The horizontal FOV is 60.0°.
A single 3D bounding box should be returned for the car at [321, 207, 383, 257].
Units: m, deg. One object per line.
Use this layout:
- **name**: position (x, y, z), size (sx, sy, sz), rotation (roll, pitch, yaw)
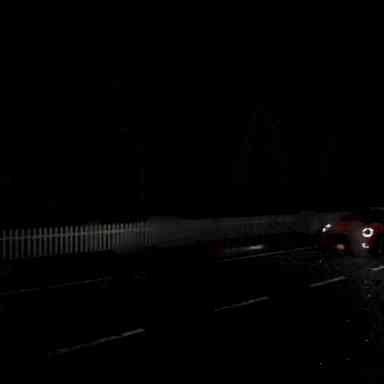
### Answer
- **car**: position (7.237, 1.415, 13.384), size (4.553, 1.767, 2.097), rotation (0, 0, -35)
